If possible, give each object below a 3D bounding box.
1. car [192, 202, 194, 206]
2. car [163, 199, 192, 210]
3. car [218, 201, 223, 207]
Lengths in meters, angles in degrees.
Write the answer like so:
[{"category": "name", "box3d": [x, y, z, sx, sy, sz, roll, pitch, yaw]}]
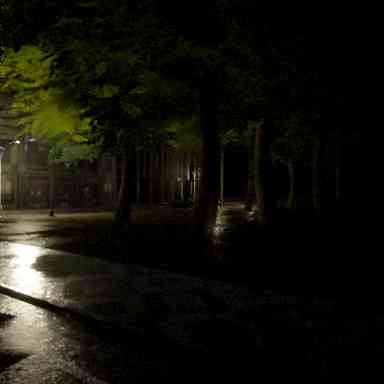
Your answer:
[{"category": "car", "box3d": [-1.657, 2.086, 60.534, 1.882, 1.535, 5.008, 1, 0, 34]}, {"category": "car", "box3d": [-2.672, 2.053, 53.613, 2.128, 1.511, 4.902, 1, -1, 36]}, {"category": "car", "box3d": [4.081, 2.177, 63.684, 1.882, 1.535, 5.008, 1, 0, 34]}]
